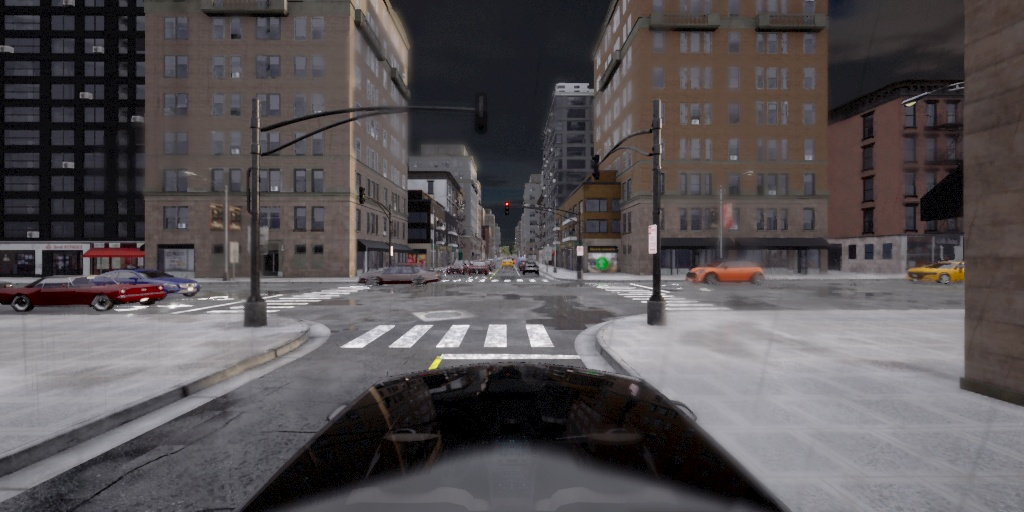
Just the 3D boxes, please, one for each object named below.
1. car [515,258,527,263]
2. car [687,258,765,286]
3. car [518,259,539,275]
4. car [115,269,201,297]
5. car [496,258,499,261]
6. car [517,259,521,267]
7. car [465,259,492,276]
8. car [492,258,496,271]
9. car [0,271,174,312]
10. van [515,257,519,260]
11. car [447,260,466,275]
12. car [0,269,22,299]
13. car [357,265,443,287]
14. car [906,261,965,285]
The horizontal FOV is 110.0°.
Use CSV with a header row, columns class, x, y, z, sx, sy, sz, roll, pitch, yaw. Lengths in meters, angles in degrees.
class,x,y,z,sx,sy,sz,roll,pitch,yaw
car,1.908,1.386,56.217,1.948,1.339,4.313,0,0,0
car,14.360,1.048,24.307,4.553,1.767,2.097,0,0,-1
car,2.025,1.355,39.684,1.948,1.339,4.313,0,0,0
car,-17.736,1.337,17.211,4.674,1.442,1.812,0,0,1
car,-3.576,1.424,57.555,1.895,1.301,4.718,0,0,0
car,1.947,1.391,50.706,1.802,1.307,4.207,0,0,0
car,-3.450,1.265,37.822,1.882,1.535,5.008,0,0,0
car,-3.515,1.308,47.415,1.837,1.490,4.892,0,0,0
car,-16.565,1.401,13.982,4.718,1.301,1.895,0,0,-1
van,1.869,1.173,61.727,1.690,1.789,3.998,0,0,0
car,-6.000,1.229,39.628,1.967,1.591,4.097,0,0,0
car,-27.462,1.397,17.097,5.357,1.411,2.033,0,0,-1
car,-7.386,1.321,24.045,5.357,1.411,2.033,0,0,-1
car,30.039,1.107,24.496,5.008,1.535,1.882,0,0,-1
